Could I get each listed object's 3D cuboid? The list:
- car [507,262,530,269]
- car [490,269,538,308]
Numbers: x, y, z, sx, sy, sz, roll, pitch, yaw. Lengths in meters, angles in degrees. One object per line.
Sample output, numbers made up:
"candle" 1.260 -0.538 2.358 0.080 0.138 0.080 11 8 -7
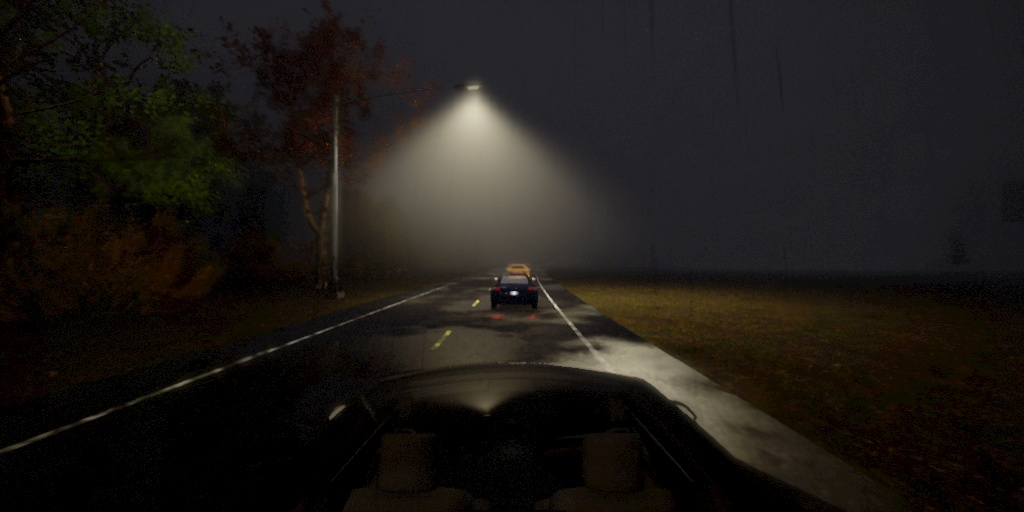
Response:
"car" 0.578 1.494 31.210 1.882 1.535 5.008 0 0 2
"car" 0.127 1.447 16.066 1.994 1.385 4.181 0 0 1
